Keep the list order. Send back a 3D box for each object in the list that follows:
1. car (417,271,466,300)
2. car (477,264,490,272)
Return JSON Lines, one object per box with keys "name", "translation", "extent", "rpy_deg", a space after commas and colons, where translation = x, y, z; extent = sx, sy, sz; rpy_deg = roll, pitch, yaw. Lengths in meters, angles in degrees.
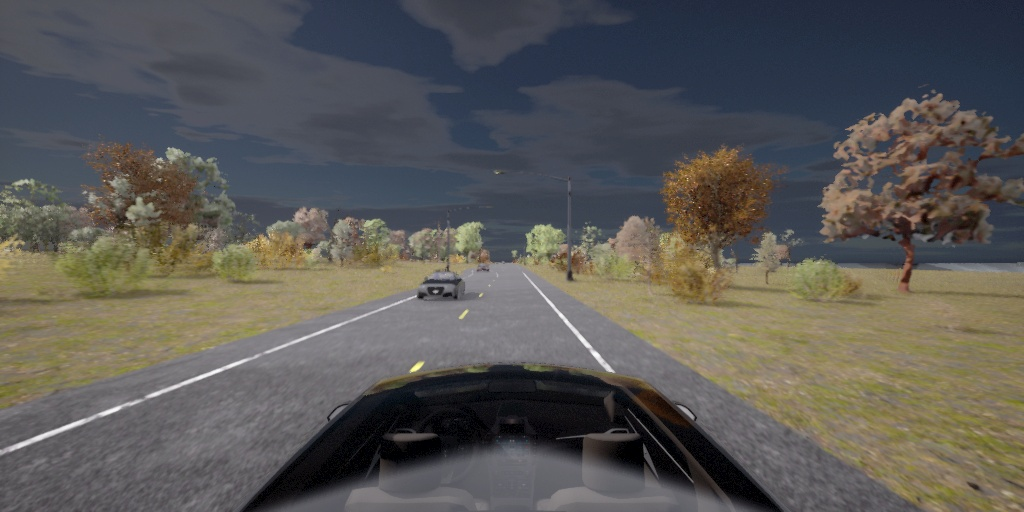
{"name": "car", "translation": [-3.595, 1.507, 18.886], "extent": [1.994, 1.385, 4.181], "rpy_deg": [0, -1, 0]}
{"name": "car", "translation": [-4.781, 1.987, 59.362], "extent": [1.994, 1.385, 4.181], "rpy_deg": [0, -1, -6]}
